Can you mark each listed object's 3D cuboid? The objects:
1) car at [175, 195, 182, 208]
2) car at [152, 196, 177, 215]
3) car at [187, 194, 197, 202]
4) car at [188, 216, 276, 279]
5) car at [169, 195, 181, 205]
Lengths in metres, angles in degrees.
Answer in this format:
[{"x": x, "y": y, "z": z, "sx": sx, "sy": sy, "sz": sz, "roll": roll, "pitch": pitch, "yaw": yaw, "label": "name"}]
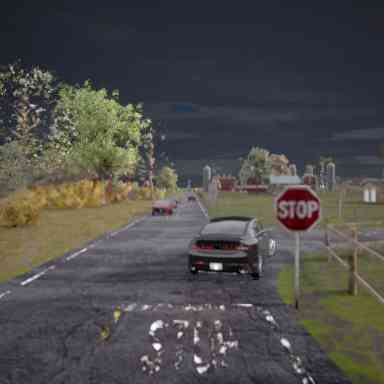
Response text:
[{"x": -2.841, "y": 1.396, "z": 43.293, "sx": 2.128, "sy": 1.511, "sz": 4.902, "roll": 0, "pitch": 0, "yaw": 0, "label": "car"}, {"x": -2.850, "y": 1.412, "z": 32.904, "sx": 1.882, "sy": 1.535, "sz": 5.008, "roll": 0, "pitch": 0, "yaw": 0, "label": "car"}, {"x": -0.008, "y": 1.299, "z": 73.109, "sx": 1.837, "sy": 1.490, "sz": 4.892, "roll": 0, "pitch": 0, "yaw": 0, "label": "car"}, {"x": 1.352, "y": 1.489, "z": 10.143, "sx": 1.837, "sy": 1.490, "sz": 4.892, "roll": -1, "pitch": 0, "yaw": 19, "label": "car"}, {"x": -2.811, "y": 1.368, "z": 55.582, "sx": 1.837, "sy": 1.490, "sz": 4.892, "roll": 0, "pitch": 0, "yaw": 0, "label": "car"}]
